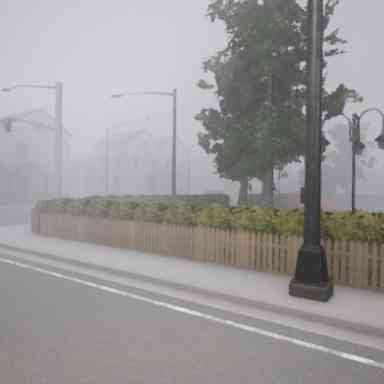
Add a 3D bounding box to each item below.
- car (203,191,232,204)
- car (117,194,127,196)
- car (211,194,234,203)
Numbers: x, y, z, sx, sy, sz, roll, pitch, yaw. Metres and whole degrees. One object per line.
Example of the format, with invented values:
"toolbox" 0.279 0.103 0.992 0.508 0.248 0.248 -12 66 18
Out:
"car" 3.535 0.831 48.171 2.150 2.045 5.566 1 1 35
"car" -8.102 1.033 37.793 1.882 1.535 5.008 1 1 35
"car" 5.185 1.079 56.704 1.812 1.442 4.674 1 0 35
